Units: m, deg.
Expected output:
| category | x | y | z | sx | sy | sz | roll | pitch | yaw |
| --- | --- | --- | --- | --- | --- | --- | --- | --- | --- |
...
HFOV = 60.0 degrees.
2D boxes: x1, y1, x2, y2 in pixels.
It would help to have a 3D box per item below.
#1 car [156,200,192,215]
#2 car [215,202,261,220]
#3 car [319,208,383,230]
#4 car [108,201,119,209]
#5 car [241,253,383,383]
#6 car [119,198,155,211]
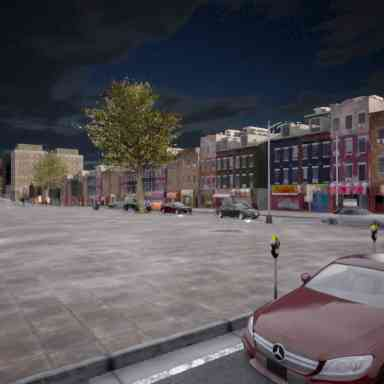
| category | x | y | z | sx | sy | sz | roll | pitch | yaw |
| --- | --- | --- | --- | --- | --- | --- | --- | --- | --- |
| car | -1.899 | 1.889 | 39.392 | 1.882 | 1.535 | 5.008 | 0 | -1 | -35 |
| car | 4.178 | 1.755 | 30.901 | 1.837 | 1.490 | 4.892 | 0 | -1 | -36 |
| car | 10.853 | 1.710 | 21.590 | 1.895 | 1.301 | 4.718 | 0 | -1 | -36 |
| car | -13.819 | 2.395 | 61.059 | 2.128 | 1.511 | 4.902 | 0 | -1 | -35 |
| car | 2.578 | 1.582 | 4.642 | 4.206 | 1.307 | 1.802 | 0 | 0 | -35 |
| car | -8.016 | 1.829 | 47.992 | 2.150 | 2.045 | 5.566 | 0 | -1 | -35 |
